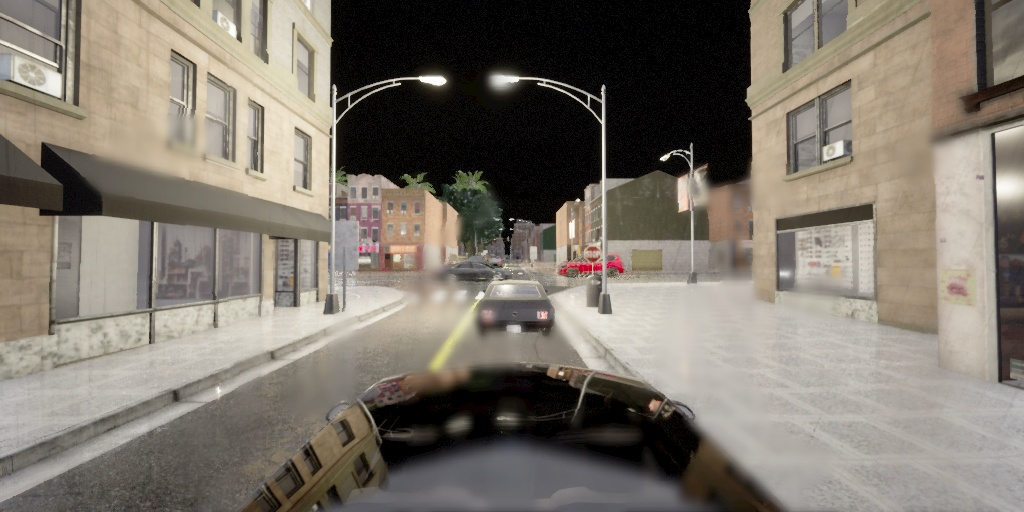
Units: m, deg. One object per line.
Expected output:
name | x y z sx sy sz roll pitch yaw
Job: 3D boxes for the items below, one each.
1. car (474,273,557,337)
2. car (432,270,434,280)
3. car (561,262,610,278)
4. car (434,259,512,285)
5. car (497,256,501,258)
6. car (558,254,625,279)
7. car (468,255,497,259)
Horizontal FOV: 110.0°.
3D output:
car | 0.091 1.350 10.228 1.895 1.301 4.718 0 0 0
car | -3.929 1.281 27.198 4.181 1.385 1.994 0 -1 -1
car | 6.898 1.308 34.028 4.181 1.385 1.994 -1 -1 -1
car | -2.408 1.137 23.968 4.892 1.490 1.837 -1 -1 -1
car | -2.636 1.169 63.653 1.882 1.535 5.008 0 0 0
car | 6.756 0.896 30.775 5.566 2.045 2.150 -1 -1 -1
car | -3.740 0.972 39.337 2.150 2.045 5.566 -1 0 14
